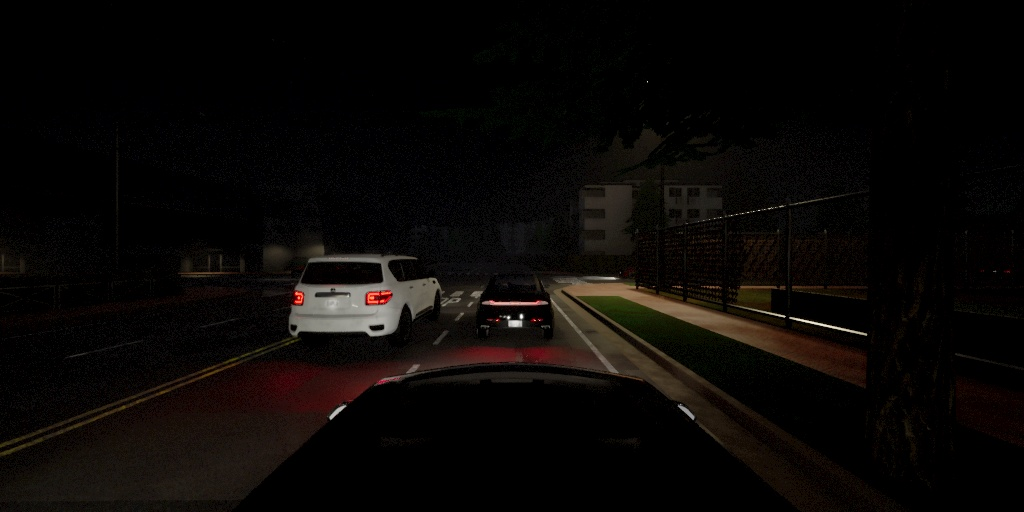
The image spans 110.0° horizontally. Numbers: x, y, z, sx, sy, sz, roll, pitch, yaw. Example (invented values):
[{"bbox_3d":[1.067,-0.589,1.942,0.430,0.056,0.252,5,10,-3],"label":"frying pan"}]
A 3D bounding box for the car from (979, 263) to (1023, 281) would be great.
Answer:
[{"bbox_3d":[40.889,1.273,29.407,5.357,1.411,2.033,0,0,-19],"label":"car"}]

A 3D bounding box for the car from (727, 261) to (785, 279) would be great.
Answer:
[{"bbox_3d":[21.805,1.238,31.947,4.892,1.490,1.837,0,0,0],"label":"car"}]

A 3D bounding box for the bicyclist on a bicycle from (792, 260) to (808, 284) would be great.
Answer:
[{"bbox_3d":[18.301,1.037,22.965,0.582,1.620,1.656,0,0,0],"label":"bicyclist on a bicycle"}]

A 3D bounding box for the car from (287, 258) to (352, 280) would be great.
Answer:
[{"bbox_3d":[-16.520,1.102,30.958,4.553,1.767,2.097,0,0,6],"label":"car"}]

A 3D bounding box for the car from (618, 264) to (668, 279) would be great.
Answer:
[{"bbox_3d":[11.660,1.297,31.916,4.181,1.385,1.994,0,0,0],"label":"car"}]

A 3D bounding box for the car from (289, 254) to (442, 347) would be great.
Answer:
[{"bbox_3d":[-3.387,0.972,9.462,2.150,2.045,5.566,0,0,0],"label":"car"}]

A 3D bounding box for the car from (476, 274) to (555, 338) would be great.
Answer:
[{"bbox_3d":[0.088,1.242,10.132,2.128,1.511,4.902,0,0,0],"label":"car"}]
